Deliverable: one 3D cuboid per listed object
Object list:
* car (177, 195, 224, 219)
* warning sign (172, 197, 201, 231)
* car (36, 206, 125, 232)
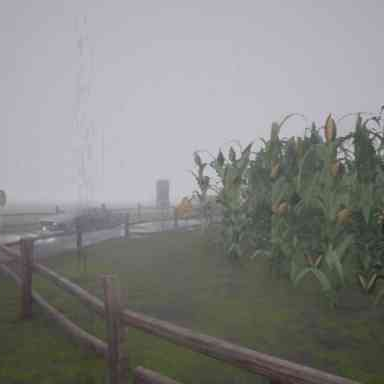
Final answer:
[{"bbox_3d":[0.877,1.305,30.174,2.150,2.045,5.566,1,0,35],"label":"car"},{"bbox_3d":[-0.302,1.212,19.257,1.300,1.860,1.060,1,1,35],"label":"warning sign"},{"bbox_3d":[-6.341,1.577,19.846,2.033,1.411,5.357,1,0,34],"label":"car"}]
